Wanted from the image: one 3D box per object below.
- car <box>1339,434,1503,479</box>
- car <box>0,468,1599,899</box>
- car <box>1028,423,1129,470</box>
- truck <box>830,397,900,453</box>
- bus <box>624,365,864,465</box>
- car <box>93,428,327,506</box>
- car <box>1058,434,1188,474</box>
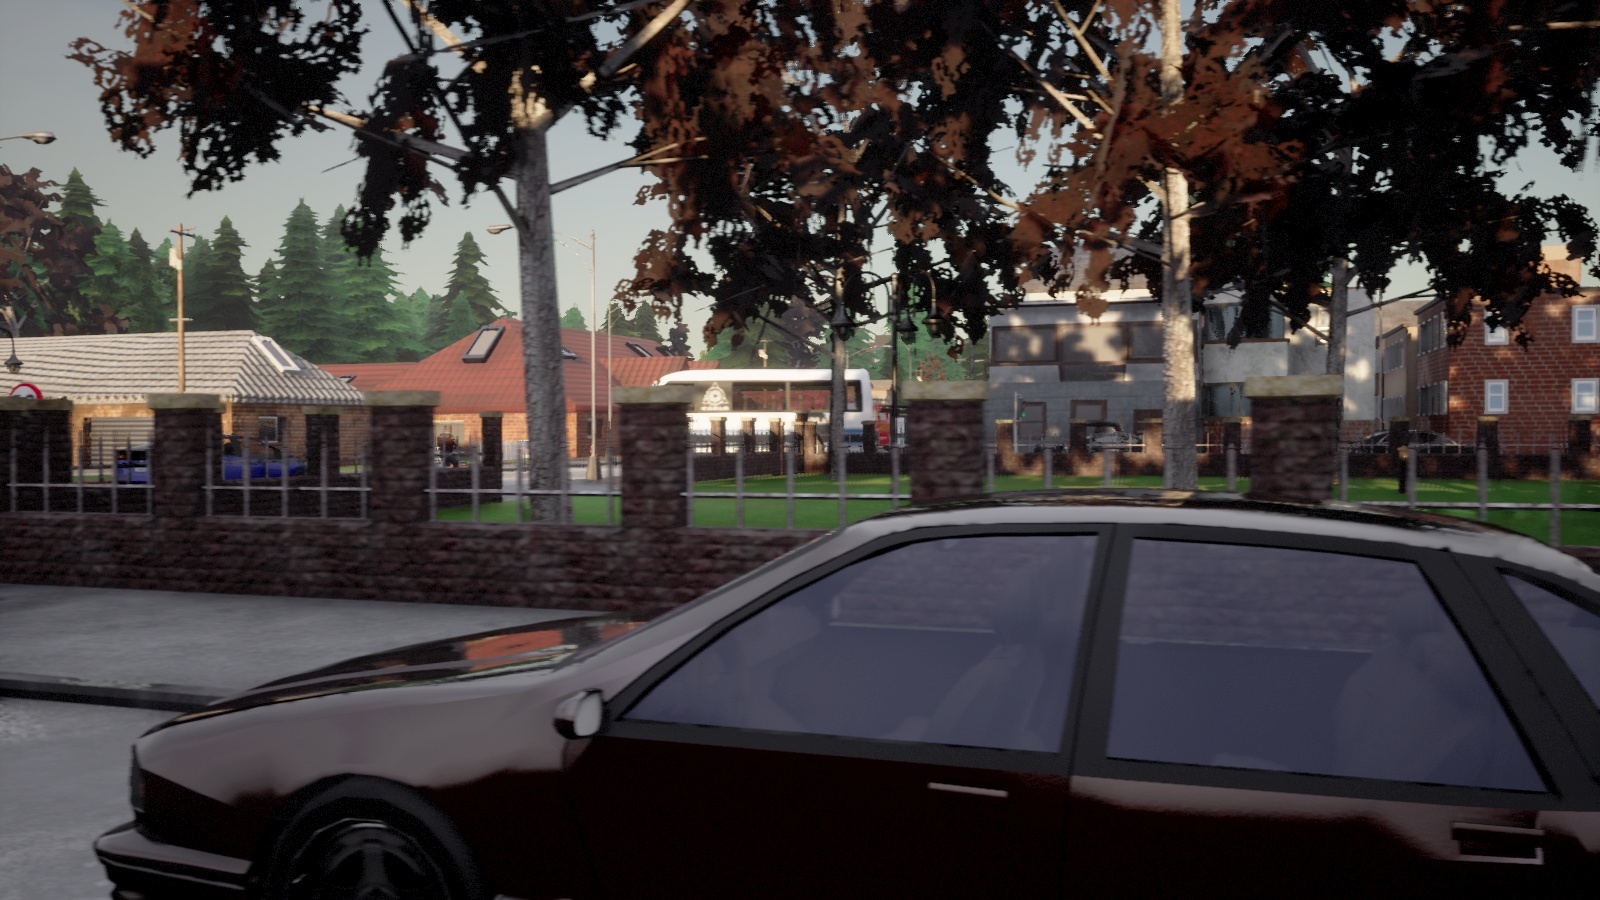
[{"bbox_3d":[21.724,0.207,44.115,4.892,1.490,1.837,0,1,16],"label":"car"},{"bbox_3d":[0.678,0.821,3.485,5.357,1.411,2.033,1,1,19],"label":"car"},{"bbox_3d":[11.514,-0.165,51.857,3.866,1.878,1.905,0,1,19],"label":"car"},{"bbox_3d":[4.792,-1.771,90.587,2.891,3.827,8.468,1,1,19],"label":"truck"},{"bbox_3d":[-2.470,-1.451,55.702,10.273,4.253,3.944,0,-1,-3],"label":"bus"},{"bbox_3d":[-12.450,0.296,26.888,2.007,1.525,4.514,1,1,17],"label":"car"},{"bbox_3d":[12.148,0.140,47.307,4.674,1.442,1.812,0,1,15],"label":"car"}]
